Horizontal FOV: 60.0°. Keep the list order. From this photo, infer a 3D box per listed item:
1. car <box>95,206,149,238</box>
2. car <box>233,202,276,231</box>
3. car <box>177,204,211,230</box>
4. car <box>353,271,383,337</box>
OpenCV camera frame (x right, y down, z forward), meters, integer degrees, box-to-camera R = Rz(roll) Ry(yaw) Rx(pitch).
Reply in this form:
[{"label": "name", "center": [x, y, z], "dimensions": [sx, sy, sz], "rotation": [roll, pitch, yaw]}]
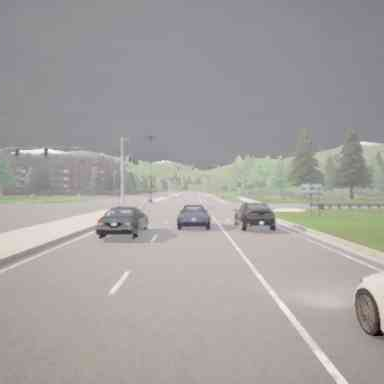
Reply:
[{"label": "car", "center": [-3.402, 1.439, 16.989], "dimensions": [2.033, 1.411, 5.357], "rotation": [0, 0, 0]}, {"label": "car", "center": [3.600, 1.377, 19.622], "dimensions": [1.837, 1.490, 4.892], "rotation": [0, -1, 0]}, {"label": "car", "center": [0.099, 1.436, 20.216], "dimensions": [1.994, 1.385, 4.181], "rotation": [0, 0, 0]}, {"label": "car", "center": [3.598, 1.502, 3.613], "dimensions": [1.812, 1.442, 4.674], "rotation": [0, 0, 0]}]
